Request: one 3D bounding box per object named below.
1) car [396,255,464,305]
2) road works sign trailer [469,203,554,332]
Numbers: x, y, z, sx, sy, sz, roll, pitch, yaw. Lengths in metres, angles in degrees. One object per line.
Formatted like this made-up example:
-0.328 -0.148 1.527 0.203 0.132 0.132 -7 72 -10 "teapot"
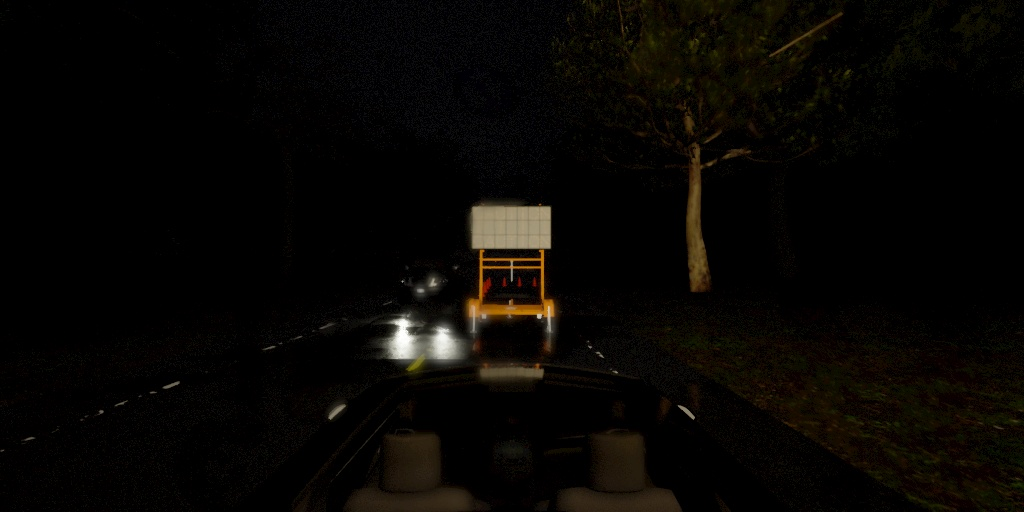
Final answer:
-3.521 0.974 16.512 2.150 2.045 5.566 0 0 0 "car"
-0.007 0.217 10.804 2.380 3.560 2.880 0 0 0 "road works sign trailer"
